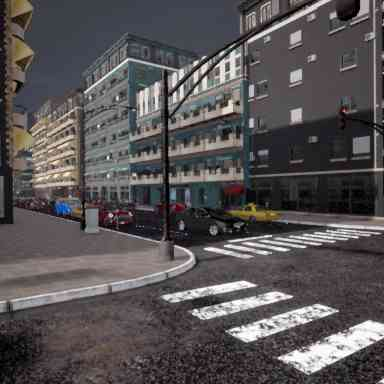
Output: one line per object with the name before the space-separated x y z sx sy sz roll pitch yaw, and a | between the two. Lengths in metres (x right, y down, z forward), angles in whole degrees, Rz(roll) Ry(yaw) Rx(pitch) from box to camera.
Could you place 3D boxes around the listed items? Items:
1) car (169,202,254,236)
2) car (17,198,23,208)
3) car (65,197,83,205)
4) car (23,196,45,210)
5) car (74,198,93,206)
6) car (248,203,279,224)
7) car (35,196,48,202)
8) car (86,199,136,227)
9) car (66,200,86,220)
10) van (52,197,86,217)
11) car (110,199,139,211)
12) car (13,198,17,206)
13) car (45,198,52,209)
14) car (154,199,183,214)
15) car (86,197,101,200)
car | 0.944 1.556 19.030 1.837 1.490 4.892 -1 1 -37
car | -25.084 1.769 50.986 1.947 1.339 4.313 -1 1 -35
car | -21.474 1.645 60.357 2.008 1.369 4.403 -1 1 -35
car | -21.873 1.627 46.479 1.967 1.590 4.097 -1 1 -35
car | -18.261 1.643 55.850 1.947 1.339 4.313 -1 1 -35
car | 4.130 1.498 24.446 1.752 1.417 4.829 -1 1 -35
car | -37.539 1.727 82.888 1.887 1.381 4.507 -1 1 -35
car | -5.809 1.552 23.949 1.967 1.590 4.097 -1 1 -35
car | -8.921 1.652 28.317 1.752 1.417 4.829 -1 1 -35
van | -12.236 1.483 32.960 1.690 1.788 3.998 -1 1 -35
car | -8.623 1.581 42.332 2.008 1.369 4.403 -1 1 -35
car | -31.510 1.782 59.999 1.887 1.381 4.507 -1 1 -35
car | -18.294 1.632 46.034 2.128 1.511 4.902 -1 0 -35
car | -2.198 1.441 33.319 1.967 1.590 4.097 -1 1 -35
car | -15.050 1.501 51.343 1.967 1.590 4.097 -1 1 -35
